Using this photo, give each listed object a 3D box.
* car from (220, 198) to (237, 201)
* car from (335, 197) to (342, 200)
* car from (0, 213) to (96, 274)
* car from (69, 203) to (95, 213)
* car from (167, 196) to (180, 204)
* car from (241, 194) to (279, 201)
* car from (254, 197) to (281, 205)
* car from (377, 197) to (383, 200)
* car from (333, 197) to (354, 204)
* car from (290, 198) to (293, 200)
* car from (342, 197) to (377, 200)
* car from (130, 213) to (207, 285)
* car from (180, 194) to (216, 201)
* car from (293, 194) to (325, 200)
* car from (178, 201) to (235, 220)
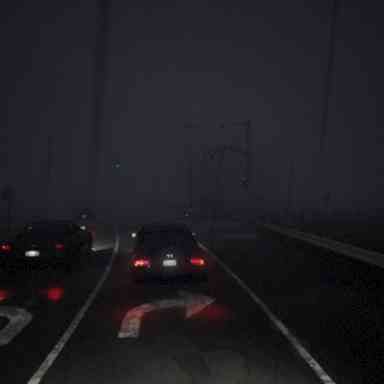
[{"bbox_3d":[6.776,1.802,64.417,4.181,1.385,1.994,0,0,-16],"label":"car"},{"bbox_3d":[31.344,1.781,68.230,5.357,1.411,2.033,0,0,-19],"label":"car"},{"bbox_3d":[-4.510,1.607,10.799,1.994,1.385,4.181,0,0,-8],"label":"car"},{"bbox_3d":[-8.944,1.637,27.124,1.812,1.442,4.674,0,0,-22],"label":"car"},{"bbox_3d":[-2.595,1.584,61.781,4.553,1.767,2.097,0,0,-16],"label":"car"},{"bbox_3d":[10.975,1.421,54.789,5.566,2.045,2.150,0,0,-15],"label":"car"},{"bbox_3d":[15.162,1.735,66.833,4.902,1.511,2.128,0,0,-16],"label":"car"},{"bbox_3d":[40.322,1.779,72.765,4.902,1.511,2.128,0,0,-30],"label":"car"},{"bbox_3d":[33.235,1.810,72.902,4.181,1.385,1.994,0,0,-23],"label":"car"},{"bbox_3d":[21.861,1.455,65.121,5.566,2.045,2.150,0,0,-16],"label":"car"},{"bbox_3d":[30.452,1.690,60.414,5.008,1.535,1.882,0,0,-19],"label":"car"},{"bbox_3d":[-0.784,1.584,9.656,2.033,1.411,5.357,0,0,-7],"label":"car"},{"bbox_3d":[1.007,1.546,51.932,4.553,1.767,2.097,0,0,-16],"label":"car"},{"bbox_3d":[20.943,1.428,57.621,5.566,2.045,2.150,0,0,-15],"label":"car"},{"bbox_3d":[1.487,1.712,29.571,4.718,1.301,1.895,0,0,-32],"label":"car"}]
